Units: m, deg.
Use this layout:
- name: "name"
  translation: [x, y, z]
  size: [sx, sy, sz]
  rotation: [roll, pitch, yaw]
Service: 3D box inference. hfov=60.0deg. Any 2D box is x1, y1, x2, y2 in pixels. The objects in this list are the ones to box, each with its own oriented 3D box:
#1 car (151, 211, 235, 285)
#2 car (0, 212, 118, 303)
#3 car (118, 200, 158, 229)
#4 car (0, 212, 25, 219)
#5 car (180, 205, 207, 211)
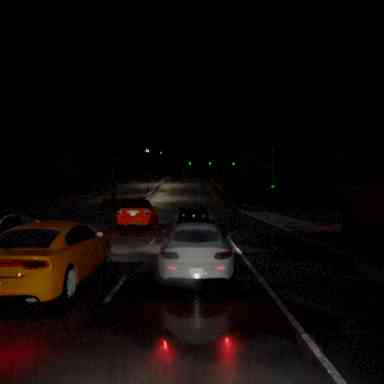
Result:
- name: "car"
  translation: [0.099, 1.496, 9.277]
  size: [1.812, 1.442, 4.674]
  rotation: [0, 0, 0]
- name: "car"
  translation: [-3.400, 1.451, 8.207]
  size: [1.882, 1.535, 5.008]
  rotation: [0, 0, 0]
- name: "car"
  translation: [-3.398, 1.282, 21.308]
  size: [2.097, 1.767, 4.553]
  rotation: [0, 0, 0]
- name: "car"
  translation: [-6.899, 1.452, 12.105]
  size: [2.128, 1.511, 4.902]
  rotation: [0, 0, 0]
- name: "car"
  translation: [0.102, 1.527, 23.190]
  size: [1.895, 1.301, 4.718]
  rotation: [0, 0, 0]
